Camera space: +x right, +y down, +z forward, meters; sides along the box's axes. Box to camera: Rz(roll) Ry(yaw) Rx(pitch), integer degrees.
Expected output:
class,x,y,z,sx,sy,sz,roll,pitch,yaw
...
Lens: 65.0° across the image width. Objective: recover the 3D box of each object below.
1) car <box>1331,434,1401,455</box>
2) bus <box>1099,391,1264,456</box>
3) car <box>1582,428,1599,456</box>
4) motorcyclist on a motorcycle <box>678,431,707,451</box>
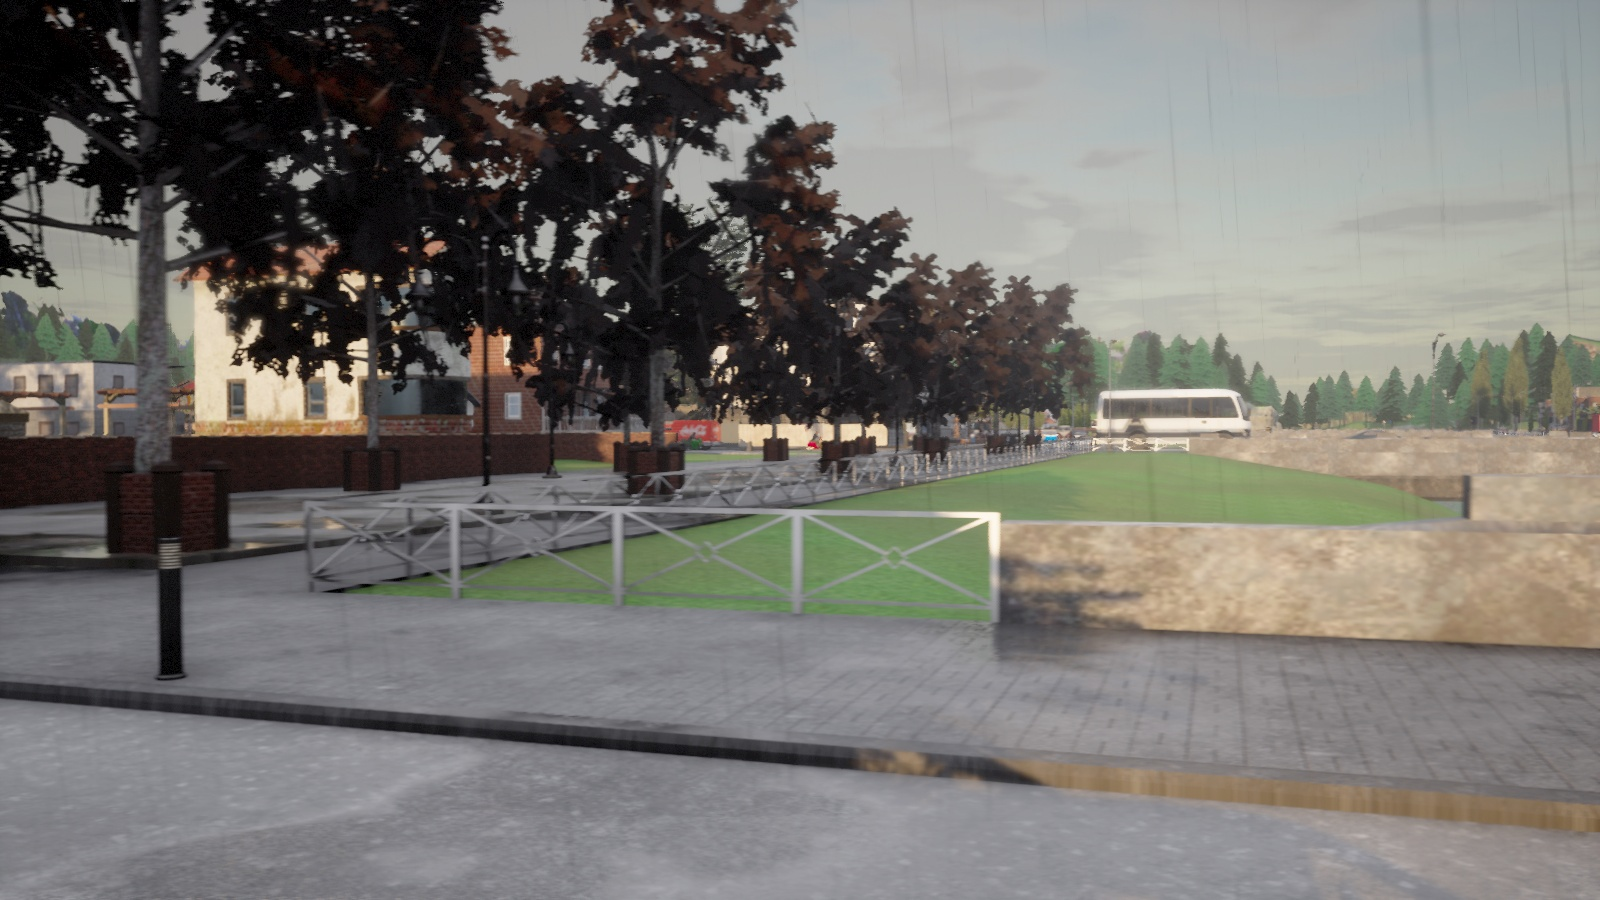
class,x,y,z,sx,sy,sz,roll,pitch,yaw
car,38.751,-0.364,86.072,4.181,1.385,1.994,0,1,19
bus,26.135,-1.823,86.148,10.273,4.253,3.944,1,1,26
car,53.452,-0.517,81.117,4.605,1.855,1.932,0,1,19
motorcyclist on a motorcycle,-8.356,-0.686,97.720,2.044,1.523,0.797,0,1,19
